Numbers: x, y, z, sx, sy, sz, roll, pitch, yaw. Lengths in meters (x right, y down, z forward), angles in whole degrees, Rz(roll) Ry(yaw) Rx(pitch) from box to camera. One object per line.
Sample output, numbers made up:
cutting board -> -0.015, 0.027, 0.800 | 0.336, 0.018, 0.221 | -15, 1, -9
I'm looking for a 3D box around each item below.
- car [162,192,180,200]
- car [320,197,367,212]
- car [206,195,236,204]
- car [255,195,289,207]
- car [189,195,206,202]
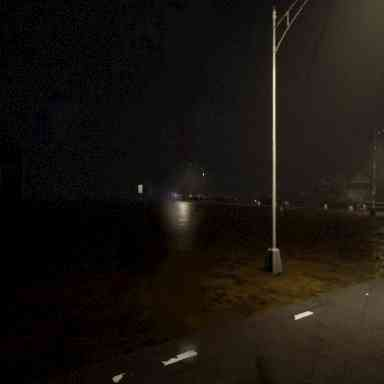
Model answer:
car -> -4.619, 0.876, 71.927 | 2.097, 1.767, 4.553 | 2, -1, -35
car -> 16.344, 1.292, 36.140 | 1.837, 1.490, 4.892 | 2, 0, -35
car -> 4.822, 1.173, 52.400 | 1.895, 1.301, 4.718 | 2, -1, -35
car -> 10.590, 1.176, 44.255 | 1.837, 1.490, 4.892 | 2, 0, -35
car -> 1.304, 1.188, 63.733 | 1.895, 1.301, 4.718 | 2, -1, -35
